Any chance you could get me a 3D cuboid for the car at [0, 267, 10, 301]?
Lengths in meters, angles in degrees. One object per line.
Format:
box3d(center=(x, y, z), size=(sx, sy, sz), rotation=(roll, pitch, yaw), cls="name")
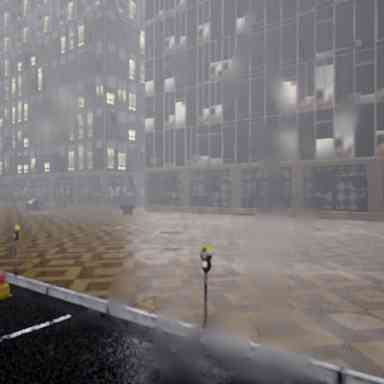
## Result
box3d(center=(-5.606, 1.531, 6.848), size=(4.829, 1.417, 1.752), rotation=(0, 0, 35), cls="car")
